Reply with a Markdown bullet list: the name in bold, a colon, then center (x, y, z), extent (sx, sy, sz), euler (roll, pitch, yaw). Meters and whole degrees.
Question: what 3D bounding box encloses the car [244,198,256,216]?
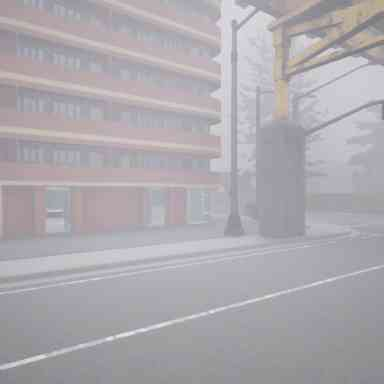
- **car**: center (6.865, 1.352, 29.988), extent (2.097, 1.767, 4.553), euler (0, 0, -35)
